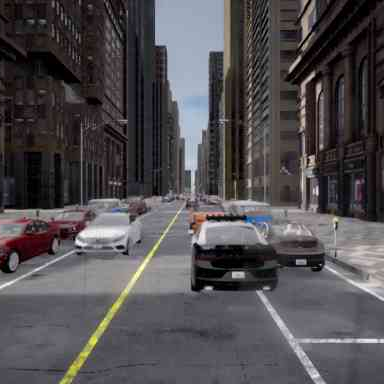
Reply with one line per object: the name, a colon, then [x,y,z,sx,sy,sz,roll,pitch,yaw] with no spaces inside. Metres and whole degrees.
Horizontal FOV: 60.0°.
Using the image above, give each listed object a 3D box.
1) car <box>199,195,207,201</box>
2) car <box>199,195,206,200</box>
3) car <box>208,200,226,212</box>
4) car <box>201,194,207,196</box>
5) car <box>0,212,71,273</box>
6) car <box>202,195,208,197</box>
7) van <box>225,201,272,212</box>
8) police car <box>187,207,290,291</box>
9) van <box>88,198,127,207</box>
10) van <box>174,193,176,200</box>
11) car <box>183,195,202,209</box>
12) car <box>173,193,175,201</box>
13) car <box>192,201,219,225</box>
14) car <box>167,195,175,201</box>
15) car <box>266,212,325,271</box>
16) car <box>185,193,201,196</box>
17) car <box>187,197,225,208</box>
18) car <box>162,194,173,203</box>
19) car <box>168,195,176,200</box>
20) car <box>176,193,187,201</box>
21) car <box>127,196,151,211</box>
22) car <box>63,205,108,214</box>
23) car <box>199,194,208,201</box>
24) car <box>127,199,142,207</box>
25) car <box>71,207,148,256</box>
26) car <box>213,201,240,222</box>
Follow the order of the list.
car: [2.900,1.614,89.301,1.947,1.339,4.313,0,0,0]
car: [2.908,1.604,94.920,2.008,1.369,4.403,0,0,0]
car: [2.823,1.591,38.732,1.802,1.307,4.206,0,0,0]
car: [2.857,1.589,61.207,1.947,1.339,4.313,0,0,0]
car: [-5.745,1.546,10.640,1.887,1.381,4.507,0,0,0]
car: [2.840,1.540,50.140,1.752,1.417,4.829,0,0,0]
van: [2.788,1.344,16.257,1.690,1.788,3.998,0,0,0]
police car: [0.915,1.426,9.118,1.930,1.638,5.238,0,0,0]
van: [-5.728,1.345,21.877,1.690,1.788,3.998,0,0,0]
van: [-5.634,1.384,83.680,1.690,1.788,3.998,0,0,0]
car: [0.091,1.538,45.854,1.812,1.442,4.674,0,0,1]
car: [-5.642,1.604,78.061,1.947,1.339,4.313,0,0,0]
car: [0.939,1.511,25.008,1.837,1.490,4.892,0,0,0]
car: [-5.625,1.592,89.298,1.887,1.381,4.507,0,0,0]
car: [2.780,1.552,10.638,2.008,1.369,4.403,0,0,0]
car: [0.092,1.500,59.429,1.882,1.535,5.008,0,0,0]
car: [0.929,1.355,18.978,2.097,1.767,4.553,0,0,0]
car: [-5.651,1.615,72.443,1.802,1.307,4.206,0,0,0]
car: [-5.617,1.619,94.916,1.947,1.339,4.313,0,0,0]
car: [-2.870,1.569,84.490,1.812,1.442,4.674,0,0,0]
car: [-5.711,1.323,33.114,2.192,1.841,5.009,0,0,0]
car: [-5.737,1.547,16.259,1.887,1.381,4.507,0,0,0]
car: [2.891,1.358,83.682,2.192,1.841,5.009,0,0,0]
car: [-5.720,1.557,27.495,2.008,1.369,4.403,0,0,0]
car: [-3.092,1.528,13.237,1.812,1.442,4.674,0,0,0]
car: [2.806,1.532,27.665,1.752,1.417,4.829,0,0,0]
